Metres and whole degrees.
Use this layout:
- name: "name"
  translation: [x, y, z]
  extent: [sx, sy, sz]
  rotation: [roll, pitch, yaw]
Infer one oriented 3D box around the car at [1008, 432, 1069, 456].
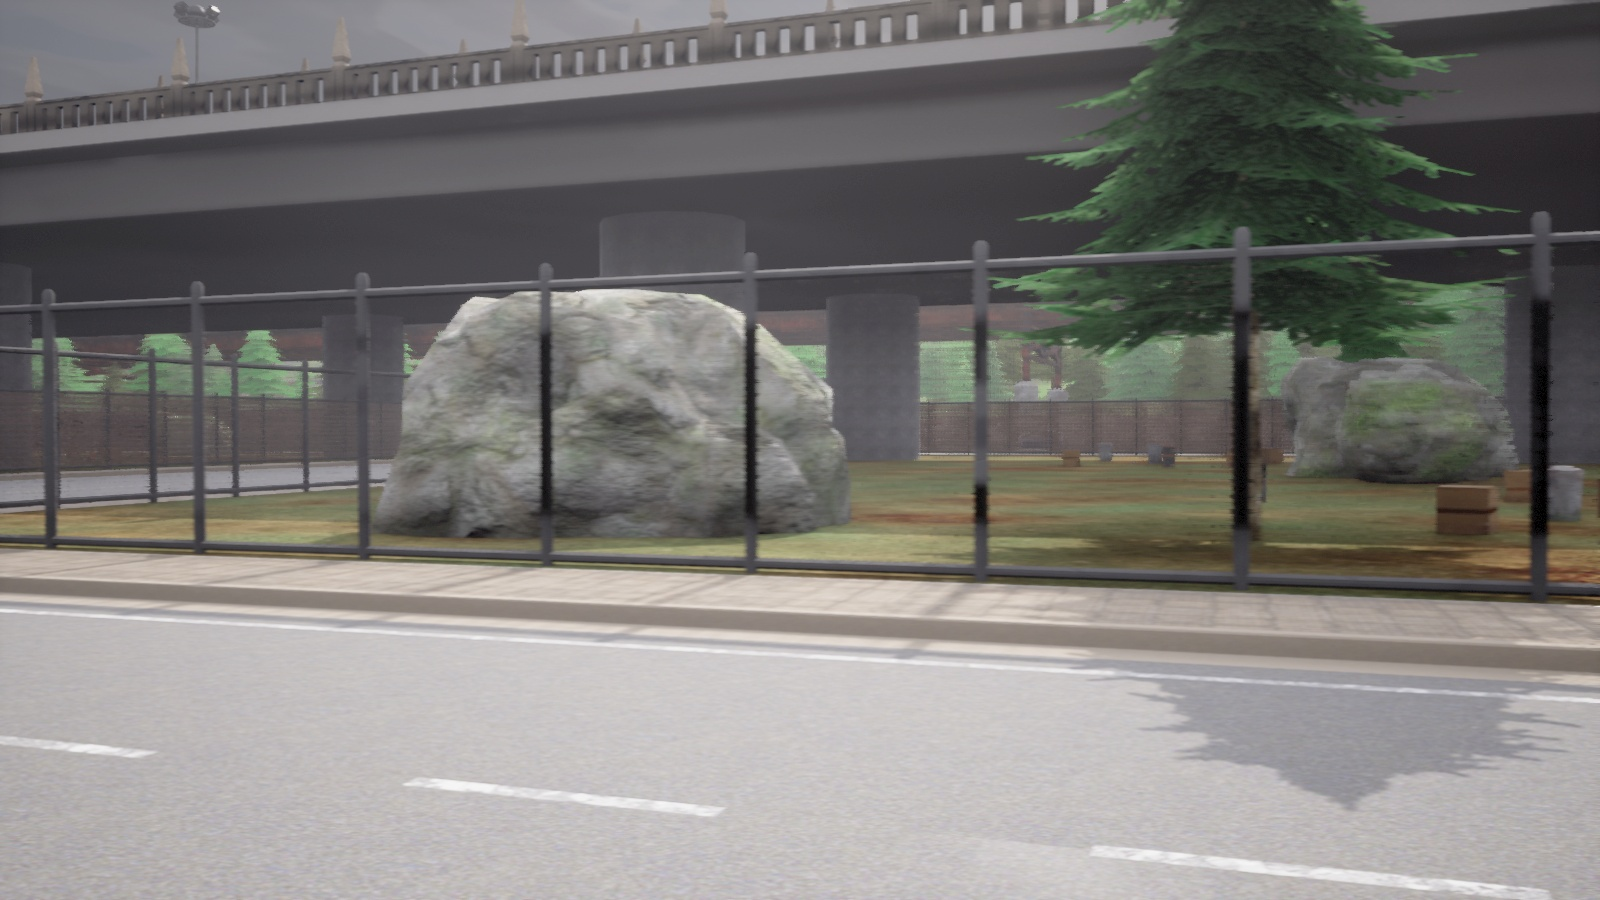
- name: "car"
  translation: [15.761, -0.408, 82.893]
  extent: [3.705, 1.549, 1.789]
  rotation: [1, 1, 19]
